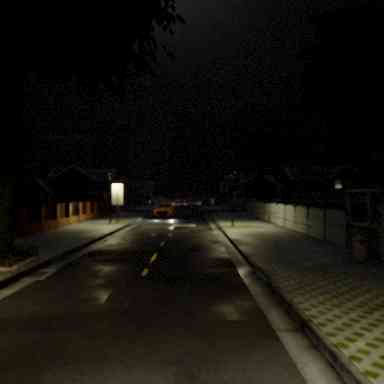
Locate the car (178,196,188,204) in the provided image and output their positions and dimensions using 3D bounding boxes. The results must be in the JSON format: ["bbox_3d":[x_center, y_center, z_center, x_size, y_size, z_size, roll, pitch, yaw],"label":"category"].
[{"bbox_3d":[-2.770,2.325,92.294,2.097,1.767,4.553,0,-1,0],"label":"car"}]

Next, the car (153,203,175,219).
[{"bbox_3d":[-2.788,1.823,33.843,1.882,1.535,5.008,0,-1,1],"label":"car"}]
